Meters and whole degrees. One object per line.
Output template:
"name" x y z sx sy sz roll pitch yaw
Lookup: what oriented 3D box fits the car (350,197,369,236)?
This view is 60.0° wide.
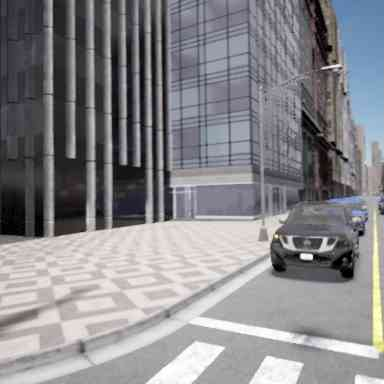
"car" 9.266 1.429 20.141 2.150 2.045 5.566 -2 -1 29

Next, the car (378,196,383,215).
"car" 22.403 1.625 37.438 2.097 1.767 4.553 -2 -1 29

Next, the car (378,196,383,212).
"car" 27.132 1.562 46.011 2.150 2.045 5.566 -2 -1 27

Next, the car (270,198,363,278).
"car" 4.309 1.356 11.115 2.150 2.045 5.566 -2 -1 29
